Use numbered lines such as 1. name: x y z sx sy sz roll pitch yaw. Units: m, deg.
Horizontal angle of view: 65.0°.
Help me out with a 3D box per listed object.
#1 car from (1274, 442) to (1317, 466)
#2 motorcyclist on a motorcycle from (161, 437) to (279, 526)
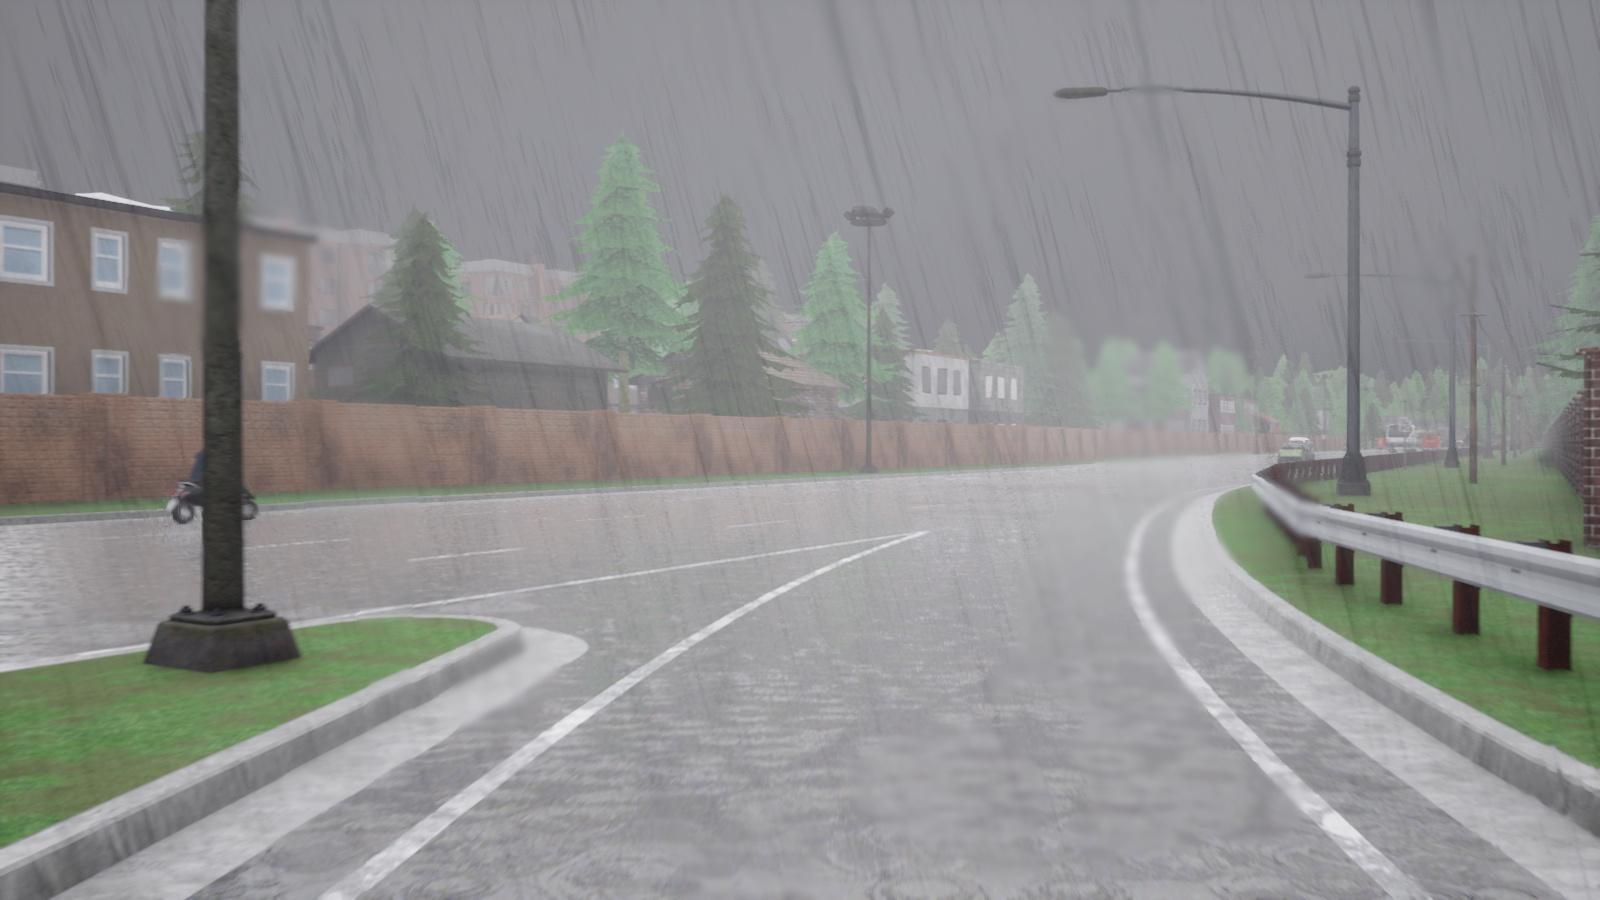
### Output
1. car: 33.417 0.254 84.652 2.007 1.525 4.514 0 0 30
2. motorcyclist on a motorcycle: -10.751 0.556 23.335 0.866 1.590 1.817 0 0 30
